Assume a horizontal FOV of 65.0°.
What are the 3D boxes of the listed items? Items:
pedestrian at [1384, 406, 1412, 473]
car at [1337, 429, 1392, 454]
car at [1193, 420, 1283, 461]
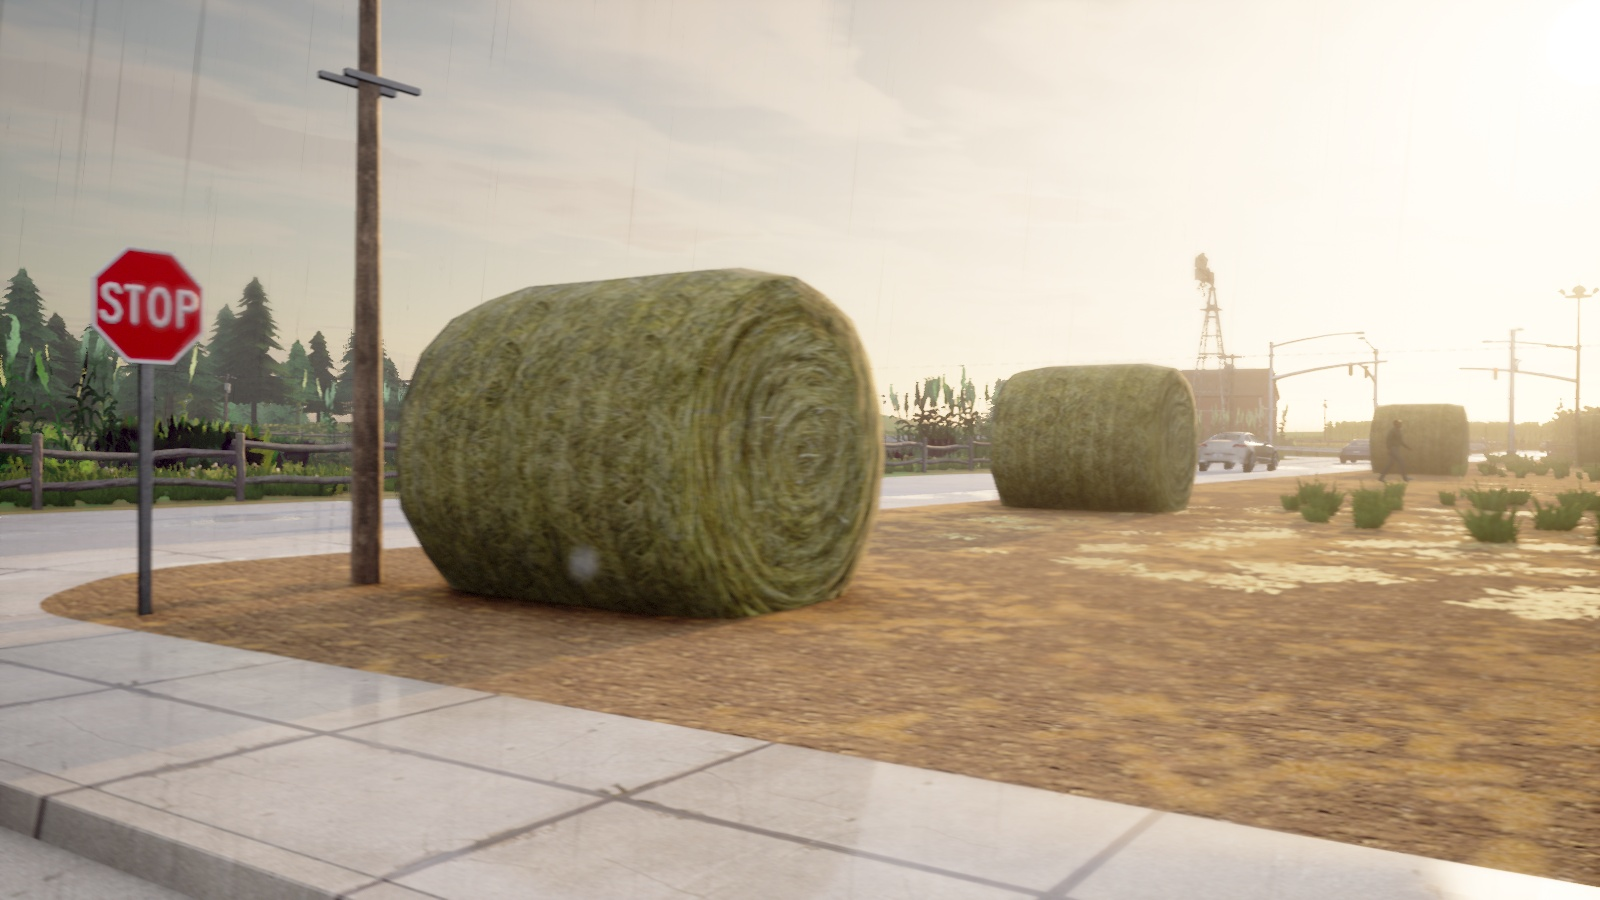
[{"bbox_3d":[16.631,-0.281,34.930,0.353,1.847,0.614,-1,1,-44],"label":"pedestrian"},{"bbox_3d":[31.972,-0.502,71.035,1.994,1.385,4.181,0,1,36],"label":"car"},{"bbox_3d":[18.396,-0.414,52.614,2.152,1.651,5.027,0,1,36],"label":"car"}]
